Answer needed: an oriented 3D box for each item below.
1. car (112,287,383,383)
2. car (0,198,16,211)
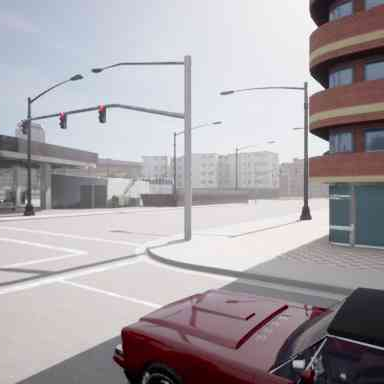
[{"bbox_3d":[1.498,1.601,2.905,4.718,1.301,1.895,0,0,36],"label":"car"},{"bbox_3d":[-22.368,1.455,38.855,3.806,1.475,1.970,0,0,36],"label":"car"}]
